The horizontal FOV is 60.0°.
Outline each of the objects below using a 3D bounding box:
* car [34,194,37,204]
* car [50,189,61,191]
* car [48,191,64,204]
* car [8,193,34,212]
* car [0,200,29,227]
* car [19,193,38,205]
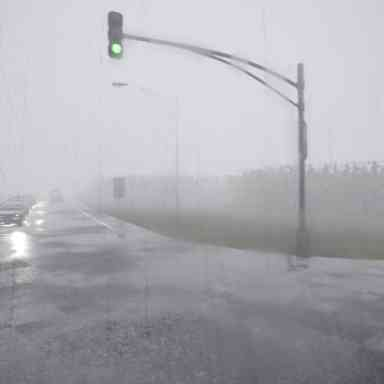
[{"bbox_3d":[-18.949,1.071,37.460,2.128,1.511,4.902,-1,1,-23],"label":"car"},{"bbox_3d":[-24.438,0.487,59.551,2.150,2.045,5.566,-1,1,-22],"label":"car"},{"bbox_3d":[-19.250,0.964,47.418,2.033,1.411,5.357,-1,1,-24],"label":"car"},{"bbox_3d":[-15.168,1.174,28.894,2.128,1.511,4.902,-1,1,-24],"label":"car"},{"bbox_3d":[-11.328,1.383,20.398,1.895,1.301,4.718,-1,1,-24],"label":"car"},{"bbox_3d":[-22.843,0.958,46.600,2.128,1.511,4.902,-1,1,-23],"label":"car"}]
